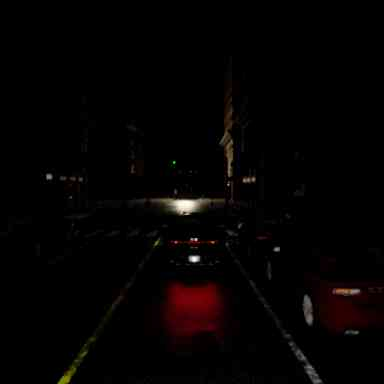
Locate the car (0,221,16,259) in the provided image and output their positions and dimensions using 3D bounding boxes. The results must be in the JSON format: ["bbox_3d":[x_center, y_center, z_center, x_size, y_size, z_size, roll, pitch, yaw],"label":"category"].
[{"bbox_3d":[-5.798,1.548,6.713,2.008,1.369,4.403,-1,0,0],"label":"car"}]

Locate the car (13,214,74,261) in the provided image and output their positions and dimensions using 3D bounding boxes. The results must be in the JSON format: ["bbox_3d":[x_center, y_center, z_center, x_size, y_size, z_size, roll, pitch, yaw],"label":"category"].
[{"bbox_3d":[-5.819,1.540,12.218,1.887,1.381,4.507,-1,0,0],"label":"car"}]

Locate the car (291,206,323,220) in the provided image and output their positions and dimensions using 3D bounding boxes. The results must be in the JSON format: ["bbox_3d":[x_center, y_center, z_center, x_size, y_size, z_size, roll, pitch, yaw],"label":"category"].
[{"bbox_3d":[9.204,1.703,23.800,5.357,1.411,2.033,0,1,3],"label":"car"}]

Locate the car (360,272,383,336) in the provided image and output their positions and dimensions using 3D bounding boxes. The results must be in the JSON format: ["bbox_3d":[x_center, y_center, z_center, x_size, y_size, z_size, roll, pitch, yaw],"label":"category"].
[{"bbox_3d":[2.747,1.544,1.238,1.887,1.381,4.507,-1,0,0],"label":"car"}]

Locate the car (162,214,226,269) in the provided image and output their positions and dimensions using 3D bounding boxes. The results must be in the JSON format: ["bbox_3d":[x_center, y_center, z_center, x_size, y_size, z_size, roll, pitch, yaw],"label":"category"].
[{"bbox_3d":[0.059,1.501,11.128,1.837,1.490,4.892,0,0,0],"label":"car"}]

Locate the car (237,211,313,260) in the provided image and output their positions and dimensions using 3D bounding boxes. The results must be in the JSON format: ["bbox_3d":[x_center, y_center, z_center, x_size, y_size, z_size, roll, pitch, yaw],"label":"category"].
[{"bbox_3d":[2.706,1.540,12.249,1.887,1.381,4.507,-1,0,0],"label":"car"}]

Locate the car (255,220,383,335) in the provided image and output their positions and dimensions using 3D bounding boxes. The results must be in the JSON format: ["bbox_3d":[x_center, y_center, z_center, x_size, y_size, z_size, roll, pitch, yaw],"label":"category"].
[{"bbox_3d":[2.726,1.542,6.744,1.887,1.381,4.507,-1,0,0],"label":"car"}]
